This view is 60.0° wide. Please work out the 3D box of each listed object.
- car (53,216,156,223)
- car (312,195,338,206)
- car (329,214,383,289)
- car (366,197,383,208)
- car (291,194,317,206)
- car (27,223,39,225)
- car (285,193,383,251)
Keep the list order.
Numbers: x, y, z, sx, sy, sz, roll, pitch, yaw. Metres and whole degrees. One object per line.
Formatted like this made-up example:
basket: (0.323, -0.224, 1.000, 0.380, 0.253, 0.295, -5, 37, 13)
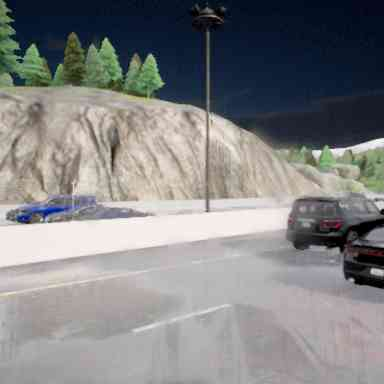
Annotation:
car: (-4.438, 1.551, 18.274, 5.357, 1.411, 2.033, 0, 0, -38)
car: (20.400, 1.331, 50.826, 5.008, 1.535, 1.882, 0, 0, -45)
car: (5.660, 1.444, 8.196, 5.008, 1.535, 1.882, 0, 0, -38)
car: (26.362, 1.430, 46.881, 4.718, 1.301, 1.895, 0, 0, -45)
car: (18.006, 1.214, 53.376, 4.553, 1.767, 2.097, 0, 0, -45)
car: (-9.287, 1.243, 23.375, 5.566, 2.045, 2.150, 0, 0, -38)
car: (5.923, 1.182, 12.885, 5.566, 2.045, 2.150, 0, 0, -39)
